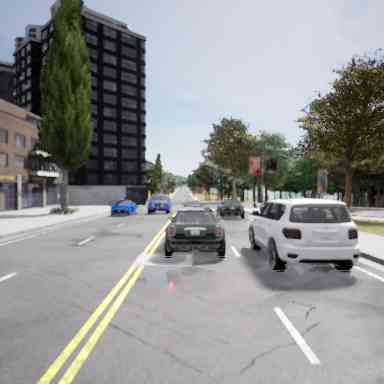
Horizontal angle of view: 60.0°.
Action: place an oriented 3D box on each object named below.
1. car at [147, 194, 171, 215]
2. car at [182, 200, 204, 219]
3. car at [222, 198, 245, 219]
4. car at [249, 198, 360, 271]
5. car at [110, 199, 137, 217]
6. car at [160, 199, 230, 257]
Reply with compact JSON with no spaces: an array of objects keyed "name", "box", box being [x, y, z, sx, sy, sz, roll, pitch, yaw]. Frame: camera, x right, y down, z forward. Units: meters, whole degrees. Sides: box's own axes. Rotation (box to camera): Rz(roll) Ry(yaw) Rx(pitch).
[{"name":"car","box":[-3.311,1.265,34.938,2.150,2.045,5.566,0,0,0]},{"name":"car","box":[0.114,1.528,30.054,1.837,1.490,4.892,0,0,0]},{"name":"car","box":[3.364,1.375,29.672,2.097,1.767,4.553,0,0,0]},{"name":"car","box":[3.357,1.216,11.009,2.150,2.045,5.566,0,0,0]},{"name":"car","box":[-6.569,1.511,32.454,1.882,1.535,5.008,0,0,0]},{"name":"car","box":[0.108,1.345,13.029,2.097,1.767,4.553,0,0,0]}]
